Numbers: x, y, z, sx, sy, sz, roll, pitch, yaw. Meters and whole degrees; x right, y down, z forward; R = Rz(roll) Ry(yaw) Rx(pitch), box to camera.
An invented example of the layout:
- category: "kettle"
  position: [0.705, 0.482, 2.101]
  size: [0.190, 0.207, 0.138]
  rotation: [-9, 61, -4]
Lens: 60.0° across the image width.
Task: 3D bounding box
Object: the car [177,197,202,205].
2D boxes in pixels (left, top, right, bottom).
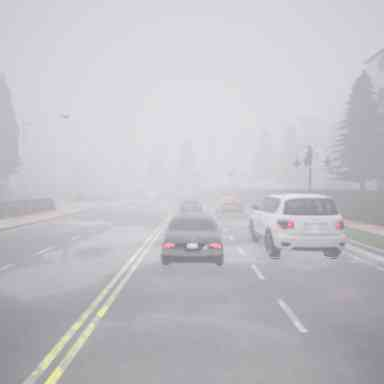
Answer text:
- category: "car"
  position: [-0.194, 1.125, 28.236]
  size: [2.128, 1.511, 4.902]
  rotation: [0, 1, -3]

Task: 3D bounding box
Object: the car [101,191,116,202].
- category: "car"
  position: [-14.259, 0.647, 54.417]
  size: [2.097, 1.767, 4.553]
  rotation: [-1, 1, -41]

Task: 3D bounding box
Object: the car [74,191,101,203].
- category: "car"
  position: [-16.611, 0.680, 51.760]
  size: [2.097, 1.767, 4.553]
  rotation: [-1, 1, -42]

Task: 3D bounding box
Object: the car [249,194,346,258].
- category: "car"
  position: [3.535, 1.064, 12.135]
  size: [2.150, 2.045, 5.566]
  rotation: [0, 1, 1]

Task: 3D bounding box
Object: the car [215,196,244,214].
- category: "car"
  position: [3.228, 1.095, 29.425]
  size: [1.882, 1.535, 5.008]
  rotation: [0, 1, -4]

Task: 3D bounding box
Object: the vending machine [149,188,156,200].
- category: "vending machine"
  position: [-7.608, 0.371, 63.687]
  size: [1.100, 2.100, 0.880]
  rotation: [-1, 1, -44]

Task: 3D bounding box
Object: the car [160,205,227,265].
- category: "car"
  position: [0.026, 1.403, 11.085]
  size: [2.033, 1.411, 5.357]
  rotation: [0, 1, 0]
